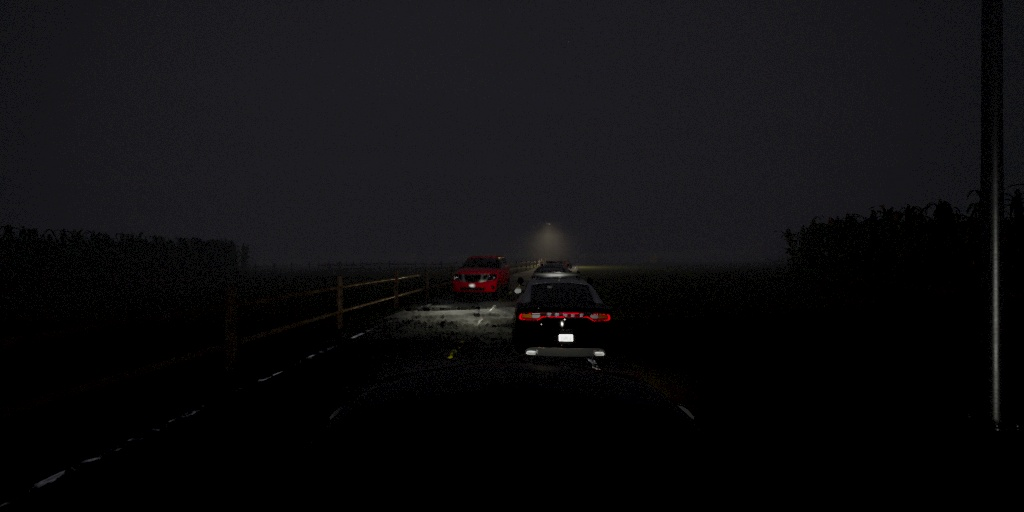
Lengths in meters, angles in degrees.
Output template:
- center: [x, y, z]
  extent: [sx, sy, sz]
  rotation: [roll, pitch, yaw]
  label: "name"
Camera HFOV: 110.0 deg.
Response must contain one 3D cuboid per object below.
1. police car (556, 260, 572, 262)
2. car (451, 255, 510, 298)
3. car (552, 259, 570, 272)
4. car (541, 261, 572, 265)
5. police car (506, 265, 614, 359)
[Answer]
- center: [2.878, 1.159, 24.272]
  extent: [1.930, 1.638, 5.238]
  rotation: [0, 0, 10]
  label: "police car"
- center: [-1.421, 0.962, 18.732]
  extent: [2.150, 2.045, 5.566]
  rotation: [0, 0, 8]
  label: "car"
- center: [6.278, 1.187, 45.349]
  extent: [1.882, 1.535, 5.008]
  rotation: [0, 0, 12]
  label: "car"
- center: [1.984, 1.218, 18.319]
  extent: [1.882, 1.535, 5.008]
  rotation: [0, 0, 7]
  label: "car"
- center: [1.064, 1.173, 8.625]
  extent: [1.930, 1.638, 5.238]
  rotation: [0, 0, 3]
  label: "police car"
